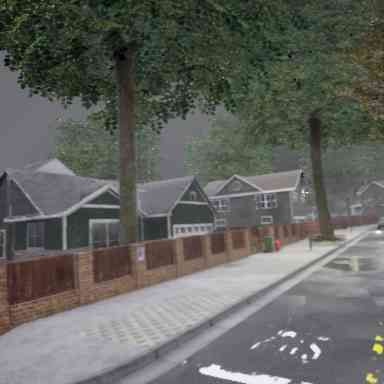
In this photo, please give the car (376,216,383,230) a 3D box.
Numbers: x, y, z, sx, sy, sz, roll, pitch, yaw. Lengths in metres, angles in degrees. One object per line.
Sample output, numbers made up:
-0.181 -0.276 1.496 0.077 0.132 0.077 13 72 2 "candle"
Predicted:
22.764 3.550 38.621 1.837 1.490 4.892 -8 -6 35 "car"
